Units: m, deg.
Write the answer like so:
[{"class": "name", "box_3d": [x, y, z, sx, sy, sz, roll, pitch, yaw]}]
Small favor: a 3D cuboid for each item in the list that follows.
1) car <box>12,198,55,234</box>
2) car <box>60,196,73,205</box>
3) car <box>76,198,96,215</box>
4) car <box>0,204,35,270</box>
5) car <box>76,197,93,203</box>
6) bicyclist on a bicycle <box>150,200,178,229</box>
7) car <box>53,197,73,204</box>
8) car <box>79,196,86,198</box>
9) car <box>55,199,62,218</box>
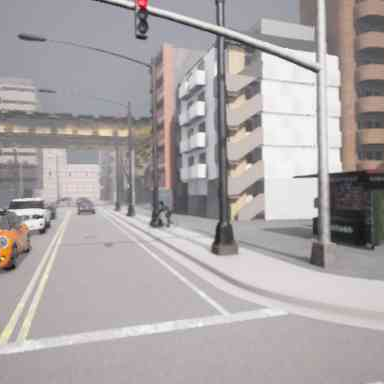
[{"class": "car", "box_3d": [-9.910, 1.384, 20.259, 2.150, 2.045, 5.566, -1, 0, -19]}, {"class": "car", "box_3d": [-26.182, 1.904, 67.538, 2.038, 1.542, 4.974, -1, 0, 6]}, {"class": "car", "box_3d": [-11.754, 1.738, 37.019, 2.033, 1.411, 5.357, -1, 0, -19]}, {"class": "car", "box_3d": [-6.731, 1.457, 10.976, 2.097, 1.767, 4.553, -1, 0, -19]}, {"class": "car", "box_3d": [-22.184, 1.671, 68.637, 1.853, 1.218, 4.536, -1, 0, -39]}, {"class": "bicyclist on a bicycle", "box_3d": [-1.579, 1.309, 18.998, 1.656, 1.620, 0.582, -1, 0, -19]}, {"class": "car", "box_3d": [-26.181, 1.746, 67.589, 1.853, 1.218, 4.536, -1, 0, 6]}, {"class": "car", "box_3d": [-22.148, 1.828, 68.597, 2.038, 1.542, 4.974, -1, 0, -39]}, {"class": "car", "box_3d": [-13.283, 1.713, 30.142, 2.128, 1.511, 4.902, -1, 0, -19]}]
